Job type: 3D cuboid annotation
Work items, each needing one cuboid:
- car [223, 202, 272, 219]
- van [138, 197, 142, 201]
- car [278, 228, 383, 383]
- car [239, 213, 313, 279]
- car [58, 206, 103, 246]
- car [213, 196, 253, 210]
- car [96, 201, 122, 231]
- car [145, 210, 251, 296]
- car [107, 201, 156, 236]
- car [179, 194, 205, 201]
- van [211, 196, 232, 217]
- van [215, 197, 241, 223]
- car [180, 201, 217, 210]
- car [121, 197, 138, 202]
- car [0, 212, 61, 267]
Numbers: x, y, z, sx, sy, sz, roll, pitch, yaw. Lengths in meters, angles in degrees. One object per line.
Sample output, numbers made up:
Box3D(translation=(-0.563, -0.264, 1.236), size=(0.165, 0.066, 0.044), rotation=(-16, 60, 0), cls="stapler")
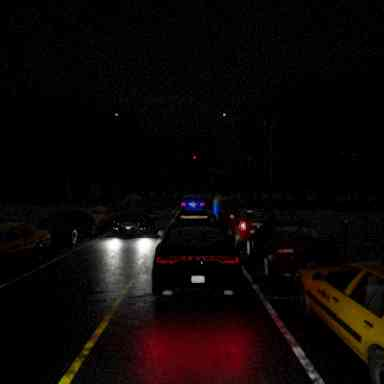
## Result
Box3D(translation=(2.757, 1.431, 15.330), size=(1.967, 1.590, 4.097), rotation=(0, 0, 0), cls="car")
Box3D(translation=(-5.771, 1.326, 31.642), size=(1.690, 1.788, 3.998), rotation=(0, 0, 0), cls="van")
Box3D(translation=(2.759, 1.522, 4.625), size=(1.752, 1.417, 4.829), rotation=(0, 0, 0), cls="car")
Box3D(translation=(2.758, 1.539, 9.893), size=(1.887, 1.381, 4.507), rotation=(0, 0, 0), cls="car")
Box3D(translation=(-5.768, 1.557, 15.329), size=(1.947, 1.339, 4.313), rotation=(0, 0, 0), cls="car")
Box3D(translation=(2.756, 1.304, 20.768), size=(2.192, 1.841, 5.009), rotation=(0, 0, 0), cls="car")
Box3D(translation=(-5.769, 1.514, 20.597), size=(1.752, 1.417, 4.829), rotation=(0, 0, 0), cls="car")
Box3D(translation=(0.093, 1.472, 8.671), size=(1.882, 1.535, 5.008), rotation=(0, 0, 0), cls="car")
Box3D(translation=(-3.085, 1.495, 18.566), size=(1.837, 1.490, 4.892), rotation=(0, 0, 0), cls="car")
Box3D(translation=(0.018, 1.208, 29.482), size=(2.150, 2.045, 5.566), rotation=(0, 0, -2), cls="car")
Box3D(translation=(2.755, 1.326, 31.643), size=(1.690, 1.788, 3.998), rotation=(0, 0, 0), cls="van")
Box3D(translation=(2.755, 1.328, 26.205), size=(1.690, 1.788, 3.998), rotation=(0, 0, 0), cls="van")
Box3D(translation=(0.093, 1.481, 19.114), size=(2.128, 1.511, 4.902), rotation=(0, 0, 0), cls="car")
Box3D(translation=(-5.770, 1.427, 26.204), size=(1.967, 1.590, 4.097), rotation=(0, 0, 0), cls="car")
Box3D(translation=(-5.767, 1.519, 9.721), size=(1.752, 1.417, 4.829), rotation=(0, 0, 0), cls="car")
